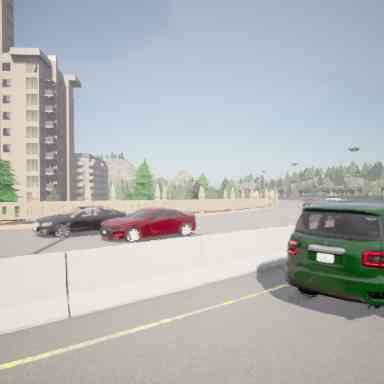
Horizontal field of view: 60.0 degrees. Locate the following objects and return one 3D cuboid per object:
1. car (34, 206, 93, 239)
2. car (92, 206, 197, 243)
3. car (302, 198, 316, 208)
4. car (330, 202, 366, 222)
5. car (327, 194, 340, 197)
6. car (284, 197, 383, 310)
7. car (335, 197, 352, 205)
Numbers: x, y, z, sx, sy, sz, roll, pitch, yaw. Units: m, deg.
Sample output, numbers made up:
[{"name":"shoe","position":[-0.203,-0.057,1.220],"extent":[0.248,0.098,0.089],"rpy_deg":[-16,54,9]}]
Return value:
[{"name":"car","position":[-5.716,1.502,17.647],"extent":[4.902,1.511,2.128],"rpy_deg":[0,0,-41]},{"name":"car","position":[-1.990,1.490,16.253],"extent":[5.008,1.535,1.882],"rpy_deg":[0,0,-42]},{"name":"car","position":[18.167,1.661,51.426],"extent":[1.882,1.535,5.008],"rpy_deg":[0,0,20]},{"name":"car","position":[13.016,1.621,27.655],"extent":[1.994,1.385,4.181],"rpy_deg":[0,0,36]},{"name":"car","position":[22.198,1.402,52.158],"extent":[2.150,2.045,5.566],"rpy_deg":[0,0,20]},{"name":"car","position":[4.344,1.227,7.570],"extent":[5.566,2.045,2.150],"rpy_deg":[0,0,-41]},{"name":"car","position":[29.430,1.735,64.759],"extent":[1.837,1.490,4.892],"rpy_deg":[0,0,12]}]
